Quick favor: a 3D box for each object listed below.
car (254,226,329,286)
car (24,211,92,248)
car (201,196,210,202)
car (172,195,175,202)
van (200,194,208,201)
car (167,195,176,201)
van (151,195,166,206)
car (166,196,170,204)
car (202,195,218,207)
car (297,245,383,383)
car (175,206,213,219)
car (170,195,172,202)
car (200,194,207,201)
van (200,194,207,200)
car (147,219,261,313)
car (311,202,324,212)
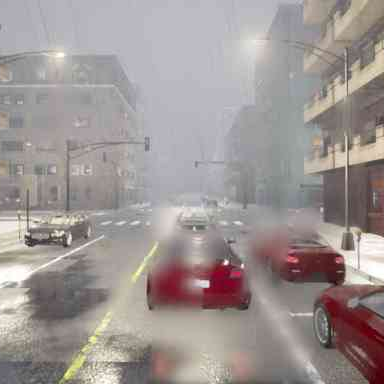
[{"bbox_3d":[2.670,1.584,9.057,1.802,1.307,4.206,1,0,0],"label":"car"},{"bbox_3d":[-5.766,1.554,14.798,2.008,1.369,4.403,1,0,0],"label":"car"},{"bbox_3d":[3.033,1.590,75.437,1.802,1.307,4.206,1,0,0],"label":"car"},{"bbox_3d":[-5.347,1.575,75.518,1.947,1.339,4.313,1,0,0],"label":"car"},{"bbox_3d":[3.112,1.349,86.777,1.690,1.788,3.998,1,0,0],"label":"van"},{"bbox_3d":[-5.271,1.554,86.858,1.887,1.381,4.507,1,0,0],"label":"car"},{"bbox_3d":[-5.570,1.349,52.843,1.690,1.788,3.998,1,0,0],"label":"van"},{"bbox_3d":[-5.460,1.574,58.506,1.947,1.339,4.313,1,0,0],"label":"car"},{"bbox_3d":[2.978,1.558,51.179,2.008,1.369,4.403,1,0,0],"label":"car"},{"bbox_3d":[2.669,1.583,3.386,1.802,1.307,4.206,1,0,0],"label":"car"},{"bbox_3d":[0.107,1.604,16.597,1.895,1.301,4.718,0,0,0],"label":"car"},{"bbox_3d":[-5.421,1.448,64.176,1.967,1.590,4.097,1,0,0],"label":"car"},{"bbox_3d":[2.995,1.558,69.767,2.008,1.369,4.403,1,0,0],"label":"car"},{"bbox_3d":[3.150,1.349,92.448,1.690,1.788,3.998,1,0,0],"label":"van"},{"bbox_3d":[0.108,1.566,7.779,1.994,1.385,4.181,0,0,-1],"label":"car"},{"bbox_3d":[15.558,1.518,36.948,4.507,1.381,1.887,0,-1,1],"label":"car"}]
